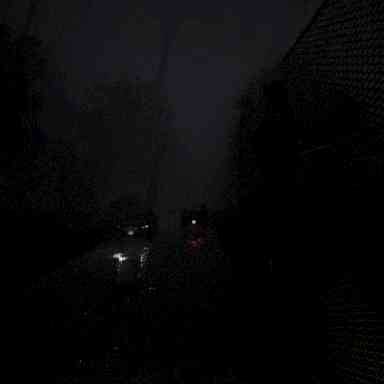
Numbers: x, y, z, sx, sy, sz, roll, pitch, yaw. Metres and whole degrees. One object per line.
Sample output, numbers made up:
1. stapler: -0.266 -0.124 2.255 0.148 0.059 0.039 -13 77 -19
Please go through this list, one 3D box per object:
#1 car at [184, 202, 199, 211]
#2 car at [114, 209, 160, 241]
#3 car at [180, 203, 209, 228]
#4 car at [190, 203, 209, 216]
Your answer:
1. car: 0.013 2.628 59.570 1.882 1.535 5.008 0 -2 9
2. car: -2.846 1.684 17.962 2.128 1.511 4.902 0 -1 0
3. car: 0.171 1.816 24.896 1.837 1.490 4.892 0 -1 1
4. car: 0.999 2.160 42.262 2.128 1.511 4.902 0 -1 4
